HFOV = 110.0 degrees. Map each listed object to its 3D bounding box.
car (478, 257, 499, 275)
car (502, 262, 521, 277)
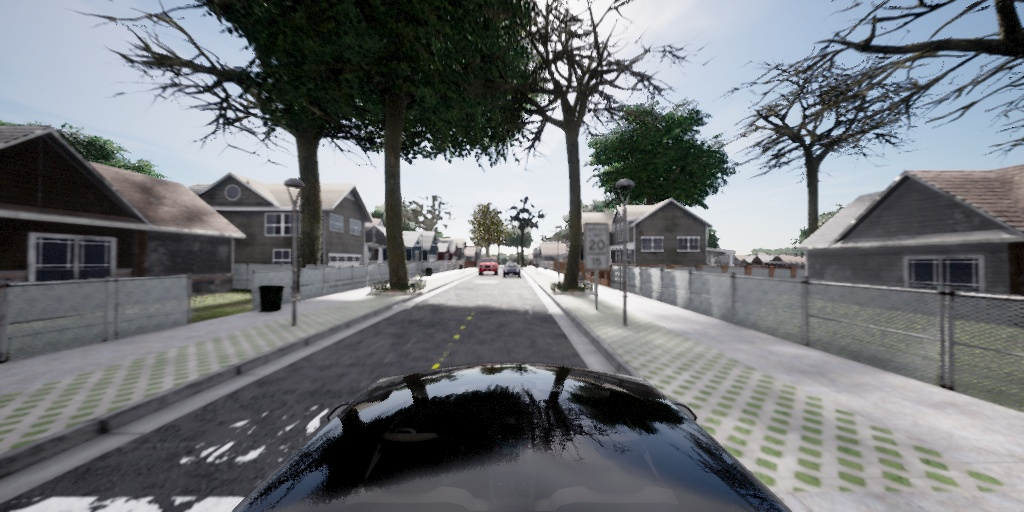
[{"bbox_3d":[-2.777,1.182,42.982,2.150,2.045,5.566,0,0,0],"label":"car"},{"bbox_3d":[-0.022,1.517,37.623,1.895,1.301,4.718,0,0,0],"label":"car"}]
